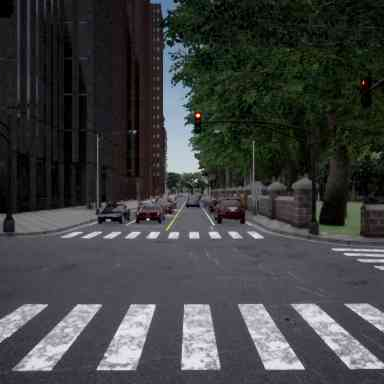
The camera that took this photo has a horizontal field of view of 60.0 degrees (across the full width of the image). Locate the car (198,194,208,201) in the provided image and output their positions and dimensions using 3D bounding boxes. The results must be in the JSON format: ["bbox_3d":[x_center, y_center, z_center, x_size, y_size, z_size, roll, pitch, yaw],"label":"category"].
[{"bbox_3d":[2.798,1.399,85.077,2.192,1.841,5.009,0,0,0],"label":"car"}]

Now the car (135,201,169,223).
[{"bbox_3d":[-3.089,1.612,25.495,1.895,1.301,4.718,0,0,0],"label":"car"}]

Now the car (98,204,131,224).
[{"bbox_3d":[-5.752,1.576,25.050,1.947,1.339,4.313,0,0,0],"label":"car"}]

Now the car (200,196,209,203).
[{"bbox_3d":[2.794,1.592,74.334,1.752,1.417,4.829,0,0,0],"label":"car"}]

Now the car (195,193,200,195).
[{"bbox_3d":[0.125,1.416,69.358,2.097,1.767,4.553,0,0,0],"label":"car"}]

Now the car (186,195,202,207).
[{"bbox_3d":[0.119,1.602,50.909,1.994,1.385,4.181,0,0,0],"label":"car"}]

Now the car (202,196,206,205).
[{"bbox_3d":[2.782,1.585,46.881,2.008,1.369,4.403,0,0,0],"label":"car"}]

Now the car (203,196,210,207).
[{"bbox_3d":[2.780,1.579,41.424,2.008,1.369,4.403,0,0,0],"label":"car"}]

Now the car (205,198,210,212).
[{"bbox_3d":[2.778,1.588,35.968,1.947,1.339,4.313,0,0,0],"label":"car"}]

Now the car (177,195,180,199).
[{"bbox_3d":[-3.071,1.538,45.721,1.837,1.490,4.892,0,0,0],"label":"car"}]

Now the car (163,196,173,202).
[{"bbox_3d":[-5.729,1.619,79.620,1.887,1.381,4.507,0,0,0],"label":"car"}]

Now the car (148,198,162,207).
[{"bbox_3d":[-5.741,1.622,52.335,1.802,1.307,4.206,0,0,0],"label":"car"}]

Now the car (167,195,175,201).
[{"bbox_3d":[-5.725,1.533,90.534,1.967,1.590,4.097,0,0,0],"label":"car"}]

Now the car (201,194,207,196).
[{"bbox_3d":[2.785,1.480,52.338,1.967,1.590,4.097,0,0,0],"label":"car"}]

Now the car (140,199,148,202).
[{"bbox_3d":[-5.745,1.579,41.420,2.008,1.369,4.403,0,0,0],"label":"car"}]

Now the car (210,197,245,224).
[{"bbox_3d":[2.773,1.325,25.056,2.192,1.841,5.009,0,0,0],"label":"car"}]

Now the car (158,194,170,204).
[{"bbox_3d":[-5.734,1.374,68.706,2.192,1.841,5.009,0,0,0],"label":"car"}]

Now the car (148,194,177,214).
[{"bbox_3d":[-3.083,1.373,35.488,2.097,1.767,4.553,0,0,1],"label":"car"}]

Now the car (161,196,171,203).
[{"bbox_3d":[-5.732,1.611,74.163,1.887,1.381,4.507,0,0,0],"label":"car"}]

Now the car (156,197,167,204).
[{"bbox_3d":[-5.736,1.634,63.249,1.802,1.307,4.206,0,0,0],"label":"car"}]

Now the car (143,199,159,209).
[{"bbox_3d":[-5.743,1.616,46.877,1.802,1.307,4.206,0,0,0],"label":"car"}]
